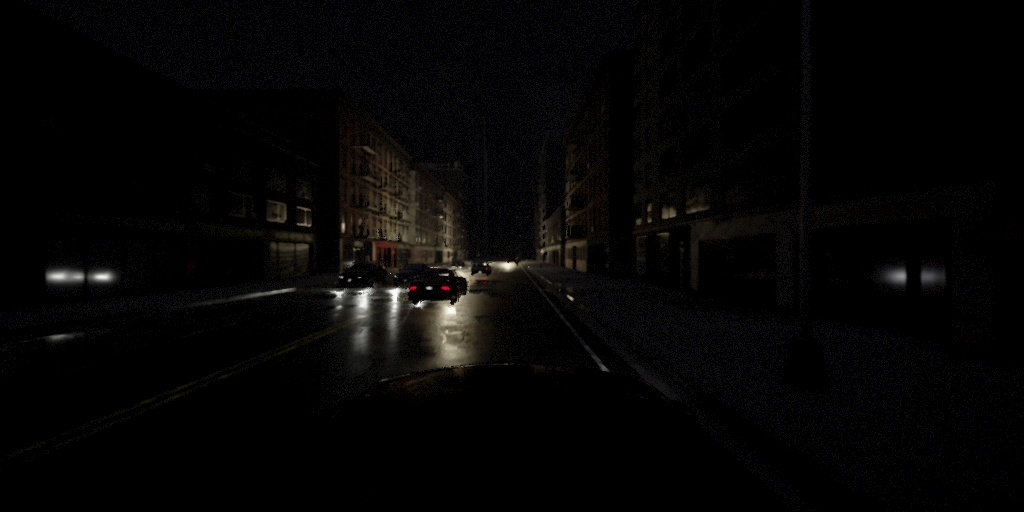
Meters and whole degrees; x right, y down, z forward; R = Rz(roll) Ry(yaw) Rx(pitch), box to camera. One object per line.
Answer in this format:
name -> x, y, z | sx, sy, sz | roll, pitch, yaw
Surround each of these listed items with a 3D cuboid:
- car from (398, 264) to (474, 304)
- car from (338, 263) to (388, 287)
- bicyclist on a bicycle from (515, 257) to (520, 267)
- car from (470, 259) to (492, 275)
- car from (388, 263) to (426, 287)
car -> -3.145, 1.270, 16.112 | 2.033, 1.411, 5.357 | 0, 0, 0
car -> -9.837, 1.216, 24.127 | 1.837, 1.490, 4.892 | 0, 0, 0
bicyclist on a bicycle -> 0.916, 1.033, 56.409 | 0.659, 1.776, 1.843 | 0, 0, 0
car -> -3.134, 1.290, 37.533 | 1.895, 1.301, 4.718 | 0, 0, 0
car -> -6.583, 1.236, 24.411 | 1.812, 1.442, 4.674 | 0, 0, 0
